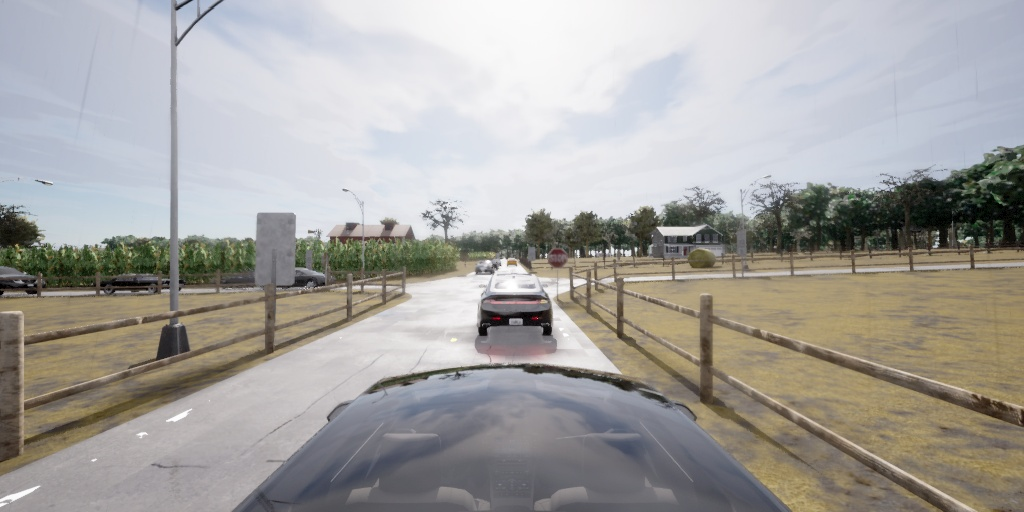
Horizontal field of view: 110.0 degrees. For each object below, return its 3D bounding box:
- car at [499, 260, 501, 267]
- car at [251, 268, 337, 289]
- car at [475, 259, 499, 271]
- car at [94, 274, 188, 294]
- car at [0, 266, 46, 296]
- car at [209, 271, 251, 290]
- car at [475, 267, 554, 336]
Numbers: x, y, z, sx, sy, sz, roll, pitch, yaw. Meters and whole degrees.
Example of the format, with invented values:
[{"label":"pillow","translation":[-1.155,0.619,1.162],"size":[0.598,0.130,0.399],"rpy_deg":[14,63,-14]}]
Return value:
[{"label":"car","translation":[-2.907,1.316,51.976],"size":[1.895,1.301,4.718],"rpy_deg":[0,0,1]},{"label":"car","translation":[-14.570,1.548,24.487],"size":[4.892,1.490,1.837],"rpy_deg":[-2,-2,2]},{"label":"car","translation":[-2.949,1.221,39.978],"size":[2.128,1.511,4.902],"rpy_deg":[0,0,1]},{"label":"car","translation":[-25.249,1.874,24.538],"size":[4.718,1.301,1.895],"rpy_deg":[-1,-2,0]},{"label":"car","translation":[-35.682,1.704,24.539],"size":[5.566,2.045,2.150],"rpy_deg":[-1,-2,0]},{"label":"car","translation":[-19.812,1.812,27.351],"size":[5.357,1.411,2.033],"rpy_deg":[-1,-2,2]},{"label":"car","translation":[0.057,1.245,10.380],"size":[2.128,1.511,4.902],"rpy_deg":[0,0,-1]}]
